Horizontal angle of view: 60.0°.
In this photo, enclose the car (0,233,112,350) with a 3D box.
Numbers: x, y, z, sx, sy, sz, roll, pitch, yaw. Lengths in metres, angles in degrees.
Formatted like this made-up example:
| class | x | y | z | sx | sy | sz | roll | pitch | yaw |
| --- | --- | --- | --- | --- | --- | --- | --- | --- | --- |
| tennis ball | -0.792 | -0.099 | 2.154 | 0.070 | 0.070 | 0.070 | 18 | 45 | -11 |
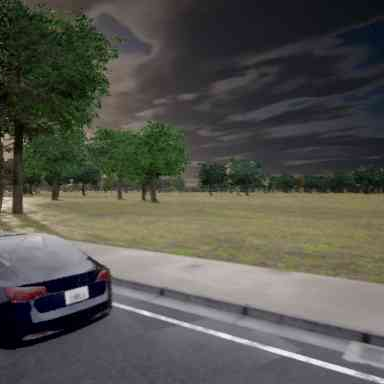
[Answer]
| class | x | y | z | sx | sy | sz | roll | pitch | yaw |
| --- | --- | --- | --- | --- | --- | --- | --- | --- | --- |
| car | -3.534 | 1.506 | 6.081 | 4.792 | 1.488 | 2.163 | 0 | 0 | 35 |
